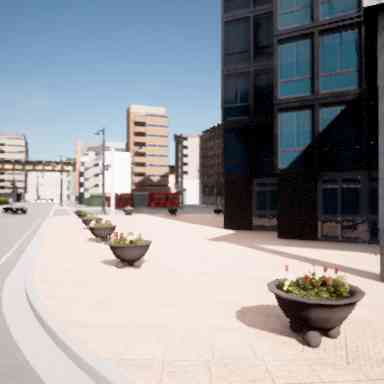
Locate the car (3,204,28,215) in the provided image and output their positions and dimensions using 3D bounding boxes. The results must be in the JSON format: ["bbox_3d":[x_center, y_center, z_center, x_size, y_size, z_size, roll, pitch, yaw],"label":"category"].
[{"bbox_3d":[-22.838,2.192,42.824,1.895,1.301,4.718,1,-1,-43],"label":"car"}]
